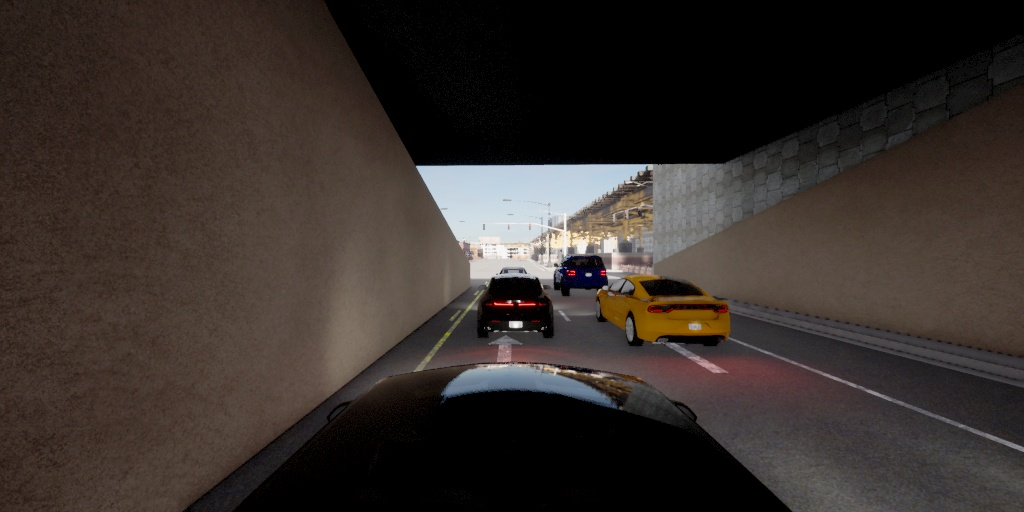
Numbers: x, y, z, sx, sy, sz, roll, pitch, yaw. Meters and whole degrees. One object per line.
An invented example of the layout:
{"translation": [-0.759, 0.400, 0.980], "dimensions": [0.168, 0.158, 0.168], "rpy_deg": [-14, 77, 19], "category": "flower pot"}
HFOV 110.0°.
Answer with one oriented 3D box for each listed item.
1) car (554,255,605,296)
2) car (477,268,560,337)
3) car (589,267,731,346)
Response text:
{"translation": [3.578, 0.971, 19.448], "dimensions": [2.150, 2.045, 5.566], "rpy_deg": [0, 0, 0], "category": "car"}
{"translation": [0.081, 1.255, 10.279], "dimensions": [1.837, 1.490, 4.892], "rpy_deg": [0, 0, 0], "category": "car"}
{"translation": [3.578, 1.228, 9.478], "dimensions": [1.882, 1.535, 5.008], "rpy_deg": [0, 0, 0], "category": "car"}
